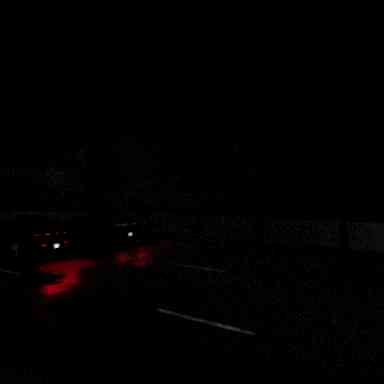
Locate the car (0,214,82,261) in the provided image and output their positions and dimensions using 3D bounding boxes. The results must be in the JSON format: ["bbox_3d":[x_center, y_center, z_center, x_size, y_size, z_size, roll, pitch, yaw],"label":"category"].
[{"bbox_3d":[-6.730,1.674,13.092,4.892,1.490,1.837,-1,-1,36],"label":"car"}]

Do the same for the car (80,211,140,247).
[{"bbox_3d":[-4.661,1.660,15.916,4.902,1.511,2.128,-1,-1,36],"label":"car"}]
